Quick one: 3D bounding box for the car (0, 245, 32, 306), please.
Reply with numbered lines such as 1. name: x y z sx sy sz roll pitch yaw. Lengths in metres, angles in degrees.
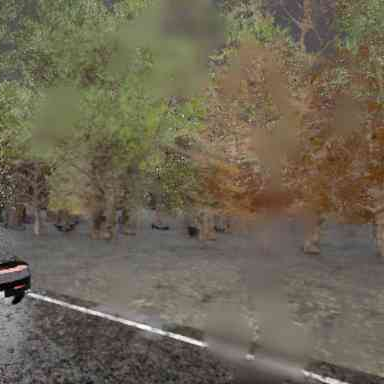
1. car: -5.691 1.828 7.759 4.902 1.511 2.128 -2 -2 35
